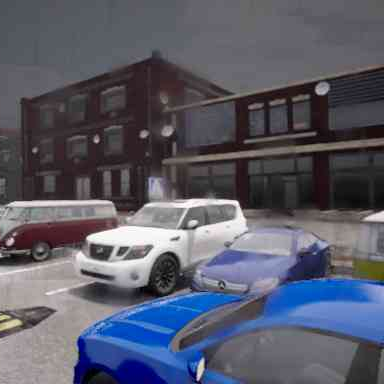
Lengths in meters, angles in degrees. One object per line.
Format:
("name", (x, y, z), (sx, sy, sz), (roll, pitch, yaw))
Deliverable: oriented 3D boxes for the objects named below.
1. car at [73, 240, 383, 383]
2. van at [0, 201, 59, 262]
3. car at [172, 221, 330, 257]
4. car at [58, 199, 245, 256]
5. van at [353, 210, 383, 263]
("car", (1.125, 1.479, 2.576), (5.008, 1.535, 1.882), (0, 0, 36))
("van", (-4.950, 1.316, 12.348), (1.878, 1.987, 4.442), (-1, 0, 36))
("car", (1.852, 1.530, 7.639), (2.002, 1.452, 4.674), (0, 0, 36))
("car", (-0.413, 1.252, 9.217), (2.435, 2.045, 5.566), (-1, 0, 36))
("van", (4.258, 1.253, 6.059), (1.878, 1.987, 4.442), (0, 0, 36))
